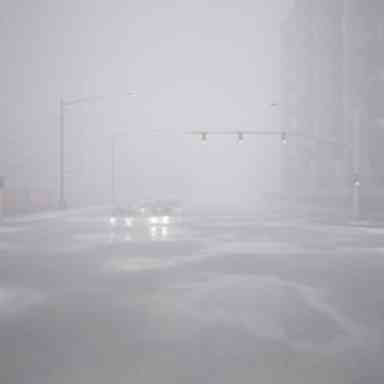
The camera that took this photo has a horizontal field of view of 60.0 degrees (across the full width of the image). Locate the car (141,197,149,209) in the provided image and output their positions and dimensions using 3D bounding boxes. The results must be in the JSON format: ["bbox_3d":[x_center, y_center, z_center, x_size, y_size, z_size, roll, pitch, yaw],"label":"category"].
[{"bbox_3d":[-6.041,1.453,48.201,2.097,1.767,4.553,0,0,2],"label":"car"}]

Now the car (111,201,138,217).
[{"bbox_3d":[-6.580,1.606,32.674,1.812,1.442,4.674,0,0,1],"label":"car"}]

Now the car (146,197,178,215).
[{"bbox_3d":[-3.028,1.557,34.482,2.128,1.511,4.902,0,0,2],"label":"car"}]

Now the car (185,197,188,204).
[{"bbox_3d":[-1.821,1.674,66.631,1.812,1.442,4.674,0,0,2],"label":"car"}]

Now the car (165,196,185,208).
[{"bbox_3d":[-2.492,1.594,49.431,1.837,1.490,4.892,0,-1,2],"label":"car"}]
